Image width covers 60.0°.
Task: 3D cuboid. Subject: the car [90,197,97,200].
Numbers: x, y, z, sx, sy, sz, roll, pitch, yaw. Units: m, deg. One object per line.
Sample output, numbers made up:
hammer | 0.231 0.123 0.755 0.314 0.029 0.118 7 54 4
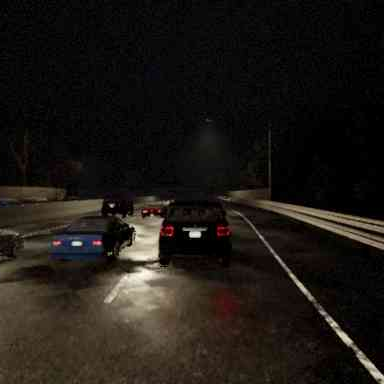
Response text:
car | -20.999 1.663 75.923 1.994 1.385 4.181 0 0 0

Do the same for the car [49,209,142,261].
car | -3.403 1.586 12.350 2.033 1.411 5.357 0 0 0

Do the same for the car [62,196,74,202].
car | -27.999 1.636 75.923 2.128 1.511 4.902 0 0 0

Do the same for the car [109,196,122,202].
car | -17.499 1.598 76.338 1.812 1.442 4.674 0 0 0

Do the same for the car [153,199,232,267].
car | 0.093 1.258 11.703 2.150 2.045 5.566 0 0 0

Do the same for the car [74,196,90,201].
car | -24.499 1.611 75.923 1.837 1.490 4.892 0 0 0

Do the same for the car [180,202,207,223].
car | 0.097 1.638 27.437 2.033 1.411 5.357 0 0 0

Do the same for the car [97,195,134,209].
car | -6.900 1.327 31.338 2.150 2.045 5.566 0 0 0

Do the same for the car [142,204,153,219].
car | -3.402 1.704 30.690 1.895 1.301 4.718 0 0 0

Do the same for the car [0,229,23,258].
car | -6.924 1.557 9.916 1.812 1.442 4.674 0 0 0

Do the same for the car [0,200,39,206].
car | -17.593 1.624 34.982 1.837 1.490 4.892 0 0 0
